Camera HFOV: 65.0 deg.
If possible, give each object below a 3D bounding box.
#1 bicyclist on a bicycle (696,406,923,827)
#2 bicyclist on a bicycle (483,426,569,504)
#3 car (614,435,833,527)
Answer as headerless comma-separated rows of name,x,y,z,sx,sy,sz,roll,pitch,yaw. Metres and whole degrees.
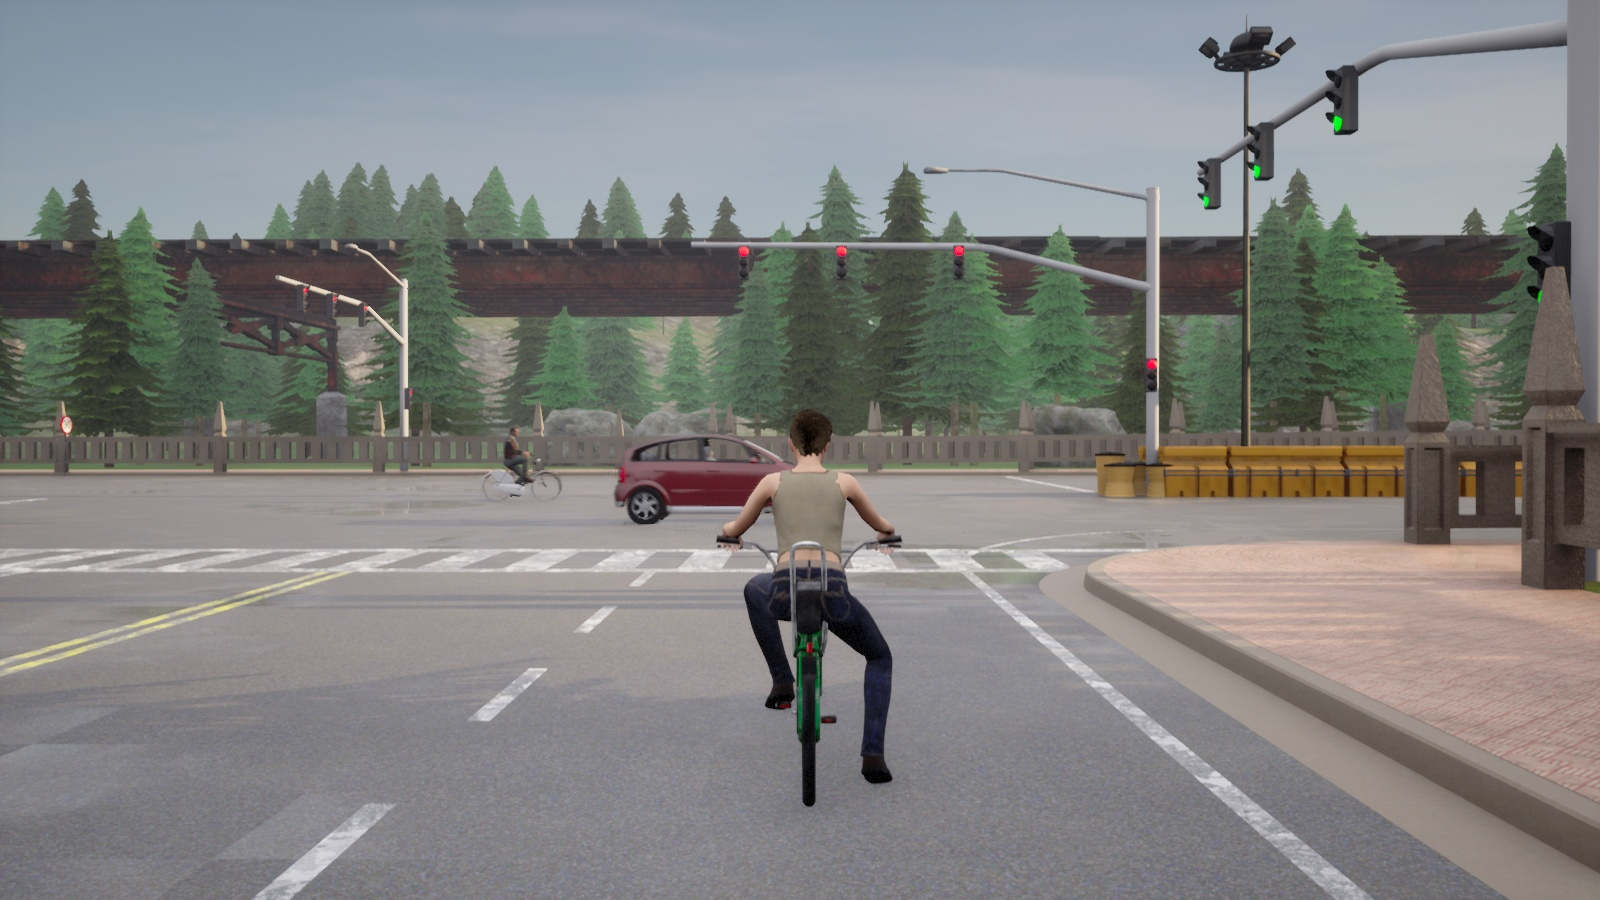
bicyclist on a bicycle,0.040,0.631,5.558,0.866,1.612,1.509,0,1,0
bicyclist on a bicycle,-6.364,0.341,29.177,1.843,1.776,0.659,0,1,1
car,-1.285,0.518,22.127,3.705,1.549,1.789,0,1,1
